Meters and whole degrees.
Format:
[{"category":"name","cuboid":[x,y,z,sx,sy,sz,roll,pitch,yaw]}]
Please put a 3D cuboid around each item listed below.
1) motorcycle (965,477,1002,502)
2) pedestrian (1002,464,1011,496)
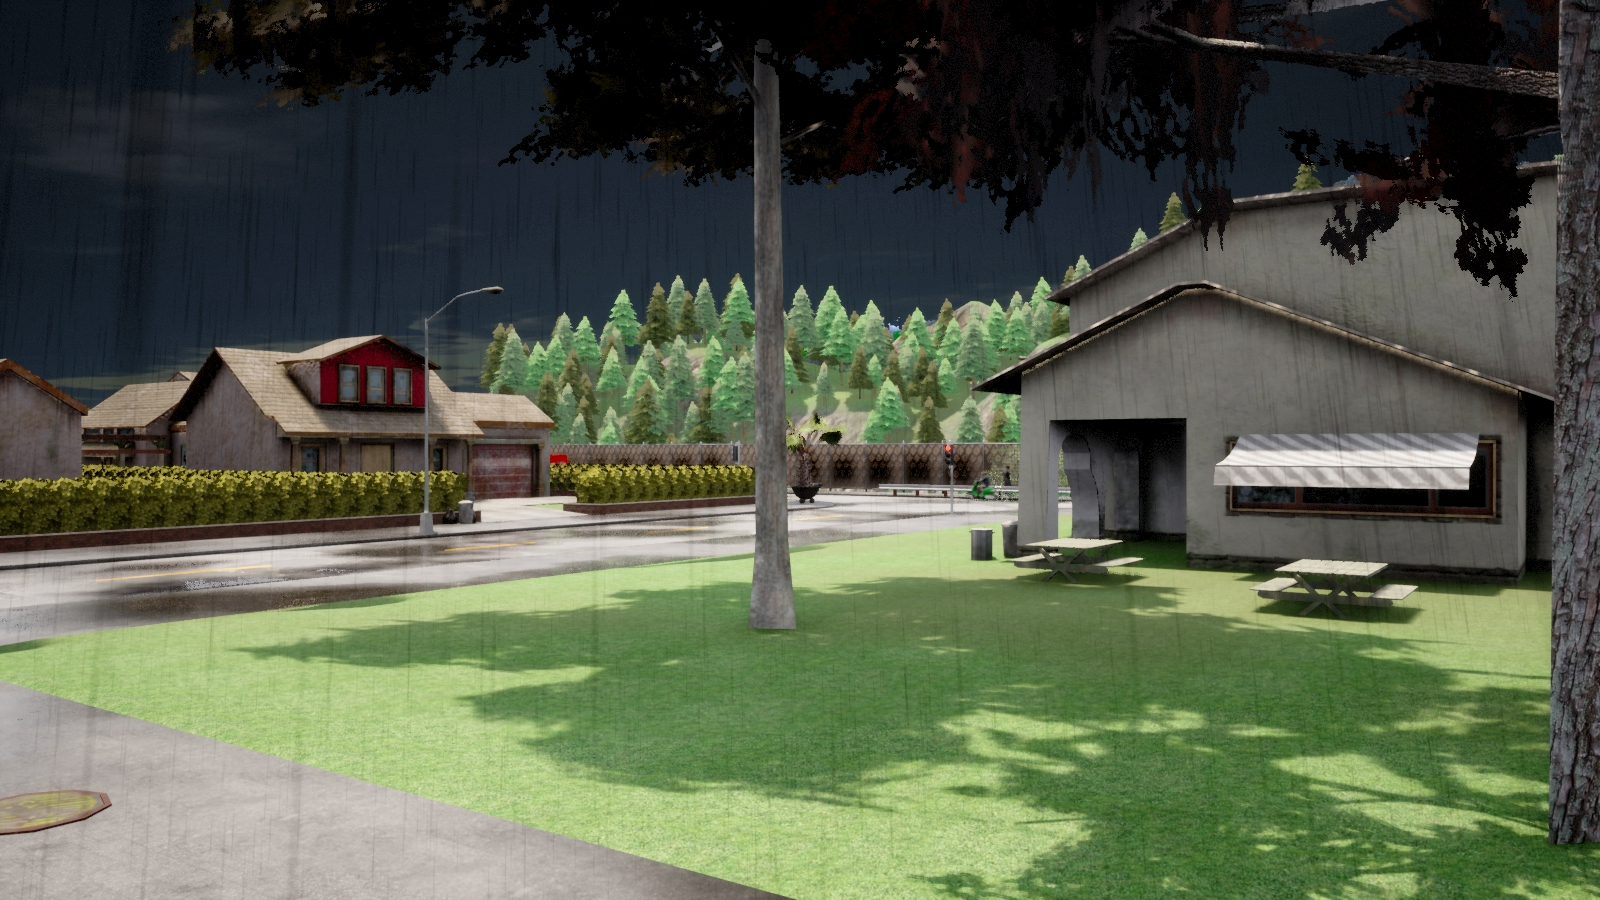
[{"category":"motorcycle","cuboid":[10.037,2.142,62.628,1.805,1.316,0.856,0,0,35]},{"category":"pedestrian","cuboid":[12.143,1.745,67.207,0.375,1.860,0.375,0,0,35]}]
